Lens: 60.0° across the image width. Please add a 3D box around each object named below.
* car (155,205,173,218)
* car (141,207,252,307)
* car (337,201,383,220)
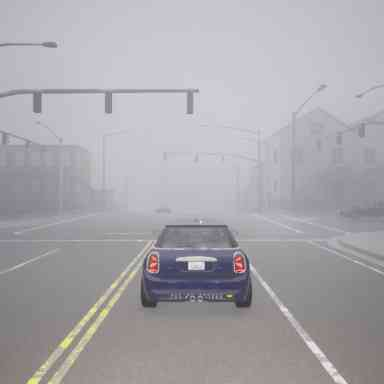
[{"bbox_3d":[-3.558,2.569,42.599,1.895,1.301,4.718,0,-8,0],"label":"car"},{"bbox_3d":[0.093,1.352,8.116,2.097,1.767,4.553,0,0,0],"label":"car"},{"bbox_3d":[14.638,1.492,27.678,4.902,1.511,2.128,0,0,-1],"label":"car"}]
